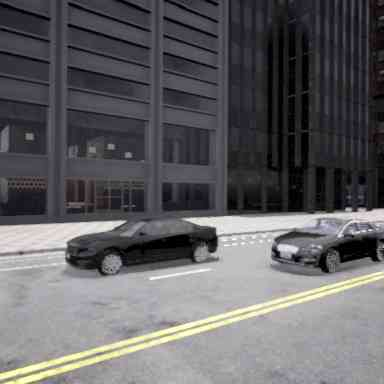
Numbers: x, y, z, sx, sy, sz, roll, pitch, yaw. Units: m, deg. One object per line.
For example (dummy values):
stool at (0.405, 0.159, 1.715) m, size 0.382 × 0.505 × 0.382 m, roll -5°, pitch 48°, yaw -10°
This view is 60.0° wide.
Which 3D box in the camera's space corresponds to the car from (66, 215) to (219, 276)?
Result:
car at (-1.404, 1.530, 10.686) m, size 5.008 × 1.535 × 1.882 m, roll 1°, pitch 0°, yaw -36°

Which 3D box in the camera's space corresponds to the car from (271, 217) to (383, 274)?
car at (4.713, 1.599, 11.079) m, size 4.902 × 1.511 × 2.128 m, roll 1°, pitch 0°, yaw -36°

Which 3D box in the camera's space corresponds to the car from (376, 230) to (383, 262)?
car at (6.680, 1.671, 8.243) m, size 4.181 × 1.385 × 1.994 m, roll 1°, pitch 0°, yaw -36°
